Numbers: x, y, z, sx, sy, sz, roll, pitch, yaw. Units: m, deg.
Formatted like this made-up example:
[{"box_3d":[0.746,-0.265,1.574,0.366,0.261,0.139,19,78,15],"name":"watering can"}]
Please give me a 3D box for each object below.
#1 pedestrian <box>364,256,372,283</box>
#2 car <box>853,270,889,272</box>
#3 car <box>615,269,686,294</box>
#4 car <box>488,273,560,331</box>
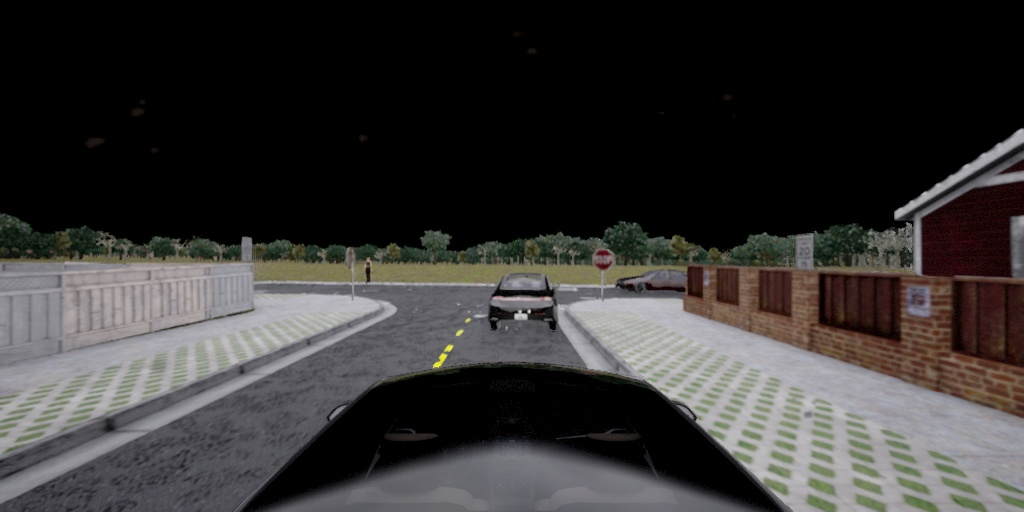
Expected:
[{"box_3d":[-9.715,0.899,24.275,0.375,1.860,0.375,0,-1,0],"name":"pedestrian"},{"box_3d":[21.173,1.595,21.573,4.902,1.511,2.128,1,-1,0],"name":"car"},{"box_3d":[9.032,1.508,21.494,5.357,1.411,2.033,1,-1,0],"name":"car"},{"box_3d":[0.445,1.277,11.154,2.128,1.511,4.902,0,0,5],"name":"car"}]
